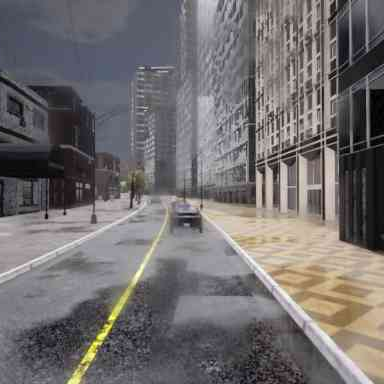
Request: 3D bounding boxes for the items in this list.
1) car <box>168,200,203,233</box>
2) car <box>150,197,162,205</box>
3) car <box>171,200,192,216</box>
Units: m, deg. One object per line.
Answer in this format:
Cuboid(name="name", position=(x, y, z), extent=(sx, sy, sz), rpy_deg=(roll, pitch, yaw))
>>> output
Cuboid(name="car", position=(-0.375, 1.491, 19.785), extent=(2.128, 1.511, 4.902), rpy_deg=(0, 0, -2))
Cuboid(name="car", position=(-6.423, 1.511, 59.534), extent=(2.033, 1.411, 5.357), rpy_deg=(0, 0, -6))
Cuboid(name="car", position=(-1.162, 1.539, 34.098), extent=(2.033, 1.411, 5.357), rpy_deg=(0, 0, -4))
